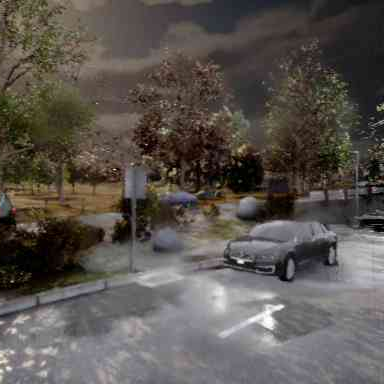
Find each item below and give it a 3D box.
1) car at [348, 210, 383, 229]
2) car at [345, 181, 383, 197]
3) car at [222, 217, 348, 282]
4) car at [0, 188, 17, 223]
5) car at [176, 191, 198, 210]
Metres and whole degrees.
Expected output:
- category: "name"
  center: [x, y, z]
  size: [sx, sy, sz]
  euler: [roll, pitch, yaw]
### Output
- category: "car"
  center: [13.047, 1.898, 22.509]
  size: [2.163, 1.488, 4.792]
  euler: [2, -1, -41]
- category: "car"
  center: [16.341, -0.338, 31.297]
  size: [4.181, 1.385, 1.994]
  euler: [-3, 2, -21]
- category: "car"
  center: [2.911, 1.590, 10.311]
  size: [1.837, 1.490, 4.892]
  euler: [2, 0, 43]
- category: "car"
  center: [-7.453, 0.896, 9.470]
  size: [2.150, 2.045, 5.566]
  euler: [2, 2, 7]
- category: "car"
  center: [-1.681, 0.602, 22.666]
  size: [4.674, 1.442, 1.812]
  euler: [-4, 3, -40]
